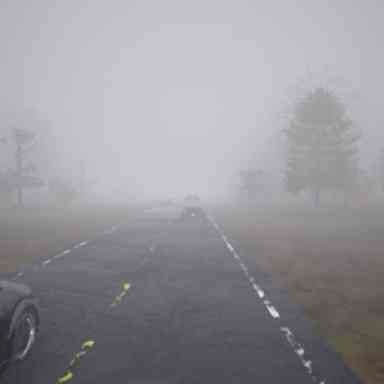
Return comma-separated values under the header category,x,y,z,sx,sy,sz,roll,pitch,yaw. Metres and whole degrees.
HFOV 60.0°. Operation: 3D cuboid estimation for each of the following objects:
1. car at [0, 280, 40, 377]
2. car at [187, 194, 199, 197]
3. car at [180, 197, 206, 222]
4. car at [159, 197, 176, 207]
category,x,y,z,sx,sy,sz,roll,pitch,yaw
car,-3.104,1.541,2.922,1.994,1.385,4.181,0,0,0
car,0.064,1.037,41.456,2.097,1.767,4.553,0,0,0
car,0.082,1.340,24.504,1.812,1.442,4.674,0,0,0
car,-3.128,1.274,43.190,1.895,1.301,4.718,0,0,0
